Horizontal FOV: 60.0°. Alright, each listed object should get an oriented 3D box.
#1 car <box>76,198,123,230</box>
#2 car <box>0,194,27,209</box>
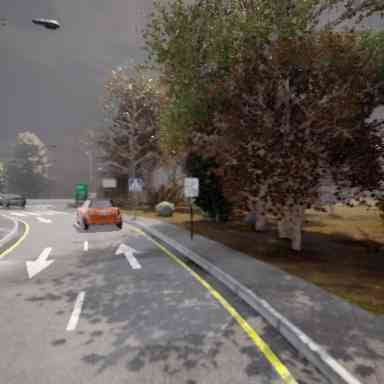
[{"bbox_3d":[-5.639,1.133,19.933,2.097,1.767,4.553,0,1,-25],"label":"car"},{"bbox_3d":[-19.160,0.924,34.467,4.902,1.511,2.128,1,0,33],"label":"car"}]
